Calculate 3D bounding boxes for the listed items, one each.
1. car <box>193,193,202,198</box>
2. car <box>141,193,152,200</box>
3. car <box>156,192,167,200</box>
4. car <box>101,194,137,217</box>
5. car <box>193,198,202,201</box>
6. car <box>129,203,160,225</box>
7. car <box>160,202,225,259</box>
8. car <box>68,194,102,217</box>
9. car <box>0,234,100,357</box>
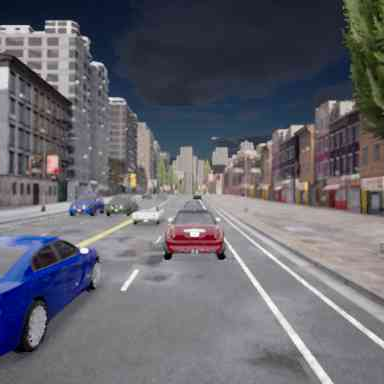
[{"bbox_3d":[1.108,0.986,70.561,1.882,1.535,5.008,0,1,0],"label":"car"},{"bbox_3d":[-9.780,0.959,72.518,2.033,1.411,5.357,0,1,0],"label":"car"},{"bbox_3d":[-6.530,0.774,72.547,2.097,1.767,4.553,0,1,0],"label":"car"},{"bbox_3d":[-6.612,1.230,31.761,2.150,2.045,5.566,0,1,0],"label":"car"},{"bbox_3d":[0.086,1.580,31.212,1.994,1.385,4.181,0,1,0],"label":"car"},{"bbox_3d":[-3.168,1.665,25.011,1.895,1.301,4.718,0,0,0],"label":"car"},{"bbox_3d":[0.089,1.439,13.207,2.097,1.767,4.553,0,0,0],"label":"car"},{"bbox_3d":[-9.861,1.230,31.757,2.150,2.045,5.566,0,1,0],"label":"car"},{"bbox_3d":[-3.174,1.534,6.243,1.882,1.535,5.008,0,0,0],"label":"car"}]
